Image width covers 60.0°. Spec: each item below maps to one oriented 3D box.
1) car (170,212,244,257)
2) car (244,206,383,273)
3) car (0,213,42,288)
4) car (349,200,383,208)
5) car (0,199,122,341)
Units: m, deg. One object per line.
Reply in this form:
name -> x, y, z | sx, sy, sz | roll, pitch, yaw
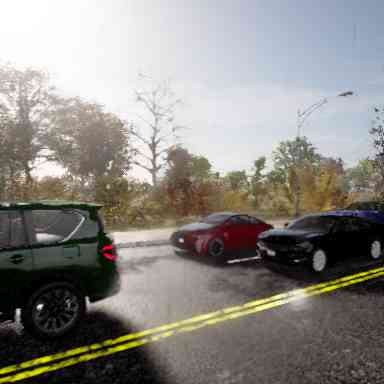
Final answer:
car -> 1.273, 1.475, 12.527 | 4.181, 1.385, 1.994 | 0, 1, -35
car -> 4.226, 1.421, 10.638 | 5.008, 1.535, 1.882 | 0, 1, -35
car -> -6.200, 1.382, 7.310 | 5.008, 1.535, 1.882 | 0, 0, -35
car -> 9.626, 1.270, 18.465 | 4.553, 1.767, 2.097 | 0, 1, -36
car -> -3.854, 1.158, 4.947 | 5.566, 2.045, 2.150 | 0, 1, -33
